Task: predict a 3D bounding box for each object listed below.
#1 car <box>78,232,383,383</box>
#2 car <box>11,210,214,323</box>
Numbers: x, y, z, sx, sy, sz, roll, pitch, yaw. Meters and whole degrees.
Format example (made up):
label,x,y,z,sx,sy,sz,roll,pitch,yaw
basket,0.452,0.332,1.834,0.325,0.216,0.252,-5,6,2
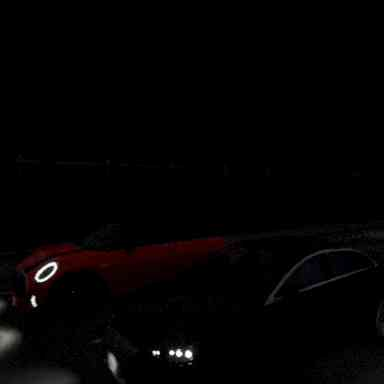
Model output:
label,x,y,z,sx,sy,sz,roll,pitch,yaw
car,1.196,1.462,4.810,4.902,1.511,2.128,-1,0,-35
car,-1.361,1.328,7.291,4.553,1.767,2.097,-1,0,-35
